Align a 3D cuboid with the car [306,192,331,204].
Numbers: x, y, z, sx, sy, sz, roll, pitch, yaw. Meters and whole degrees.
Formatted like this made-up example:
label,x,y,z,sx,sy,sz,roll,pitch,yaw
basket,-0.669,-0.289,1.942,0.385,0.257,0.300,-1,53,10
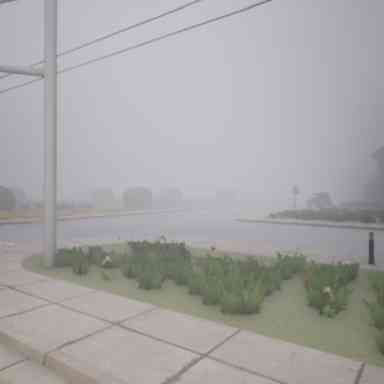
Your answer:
label,x,y,z,sx,sy,sz,roll,pitch,yaw
car,16.845,1.045,44.183,1.905,1.878,3.866,-6,-1,-8
